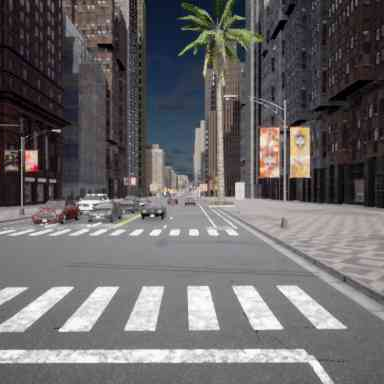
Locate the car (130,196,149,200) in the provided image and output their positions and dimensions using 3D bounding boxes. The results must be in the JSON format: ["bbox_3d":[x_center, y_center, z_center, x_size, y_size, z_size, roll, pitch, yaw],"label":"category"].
[{"bbox_3d":[-6.841,1.511,46.135,2.128,1.511,4.902,0,0,0],"label":"car"}]

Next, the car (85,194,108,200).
[{"bbox_3d":[-10.035,1.230,34.247,2.150,2.045,5.566,0,0,0],"label":"car"}]

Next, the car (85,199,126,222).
[{"bbox_3d":[-6.736,1.530,26.168,1.812,1.442,4.674,0,0,0],"label":"car"}]

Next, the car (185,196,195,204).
[{"bbox_3d":[-0.365,1.535,66.534,1.882,1.535,5.008,0,0,0],"label":"car"}]

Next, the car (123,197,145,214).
[{"bbox_3d":[-6.793,1.556,35.839,2.033,1.411,5.357,0,0,0],"label":"car"}]

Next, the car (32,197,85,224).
[{"bbox_3d":[-9.981,1.356,24.759,2.097,1.767,4.553,0,0,0],"label":"car"}]

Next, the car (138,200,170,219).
[{"bbox_3d":[-3.224,1.606,28.776,1.895,1.301,4.718,0,0,-1],"label":"car"}]

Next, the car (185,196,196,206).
[{"bbox_3d":[-0.308,1.583,56.112,2.033,1.411,5.357,0,0,0],"label":"car"}]

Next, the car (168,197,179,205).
[{"bbox_3d":[-3.486,1.571,61.357,1.812,1.442,4.674,0,0,0],"label":"car"}]
